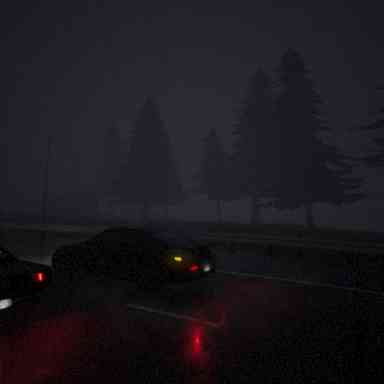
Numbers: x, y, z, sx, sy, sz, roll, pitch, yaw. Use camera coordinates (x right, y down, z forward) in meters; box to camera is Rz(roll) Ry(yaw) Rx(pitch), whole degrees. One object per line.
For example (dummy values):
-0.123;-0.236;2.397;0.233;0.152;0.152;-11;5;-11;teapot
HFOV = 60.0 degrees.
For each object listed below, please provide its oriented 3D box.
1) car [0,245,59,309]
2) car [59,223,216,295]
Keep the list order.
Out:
-5.176;1.662;6.830;4.718;1.301;1.895;-1;0;30;car
-1.630;1.566;8.762;4.674;1.442;1.812;-1;0;31;car
